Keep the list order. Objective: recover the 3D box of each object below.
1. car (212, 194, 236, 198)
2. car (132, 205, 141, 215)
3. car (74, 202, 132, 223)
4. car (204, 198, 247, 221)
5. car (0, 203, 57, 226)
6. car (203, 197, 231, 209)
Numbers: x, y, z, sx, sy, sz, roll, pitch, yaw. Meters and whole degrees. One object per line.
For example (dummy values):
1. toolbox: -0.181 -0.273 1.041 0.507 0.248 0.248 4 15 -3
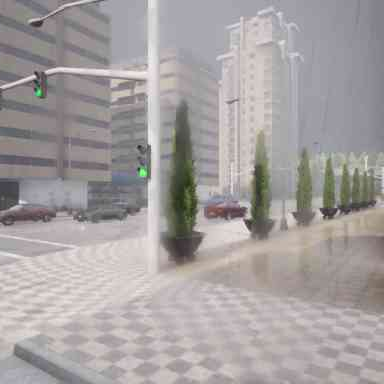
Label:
1. car: 3.740 1.277 41.800 2.150 2.045 5.566 0 0 35
2. car: -7.226 1.656 32.078 1.895 1.301 4.718 0 0 35
3. car: -7.101 1.619 26.090 1.994 1.385 4.181 0 0 35
4. car: 2.972 1.533 28.040 1.882 1.535 5.008 0 0 34
5. car: -12.370 1.581 24.573 1.812 1.442 4.674 0 0 34
6. car: 3.649 1.560 47.808 1.837 1.490 4.892 0 0 35
